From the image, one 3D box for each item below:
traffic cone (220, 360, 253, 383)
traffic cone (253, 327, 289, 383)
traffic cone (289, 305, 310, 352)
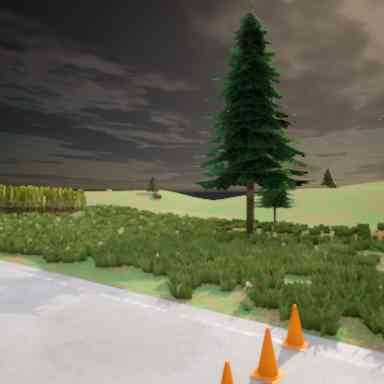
[{"bbox_3d":[0.349,1.961,3.284,0.340,0.580,0.340,0,0,36],"label":"traffic cone"},{"bbox_3d":[0.934,1.961,4.096,0.340,0.580,0.340,0,0,36],"label":"traffic cone"},{"bbox_3d":[1.518,1.961,4.907,0.340,0.580,0.340,0,0,36],"label":"traffic cone"}]
